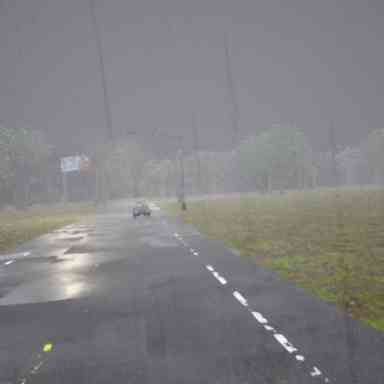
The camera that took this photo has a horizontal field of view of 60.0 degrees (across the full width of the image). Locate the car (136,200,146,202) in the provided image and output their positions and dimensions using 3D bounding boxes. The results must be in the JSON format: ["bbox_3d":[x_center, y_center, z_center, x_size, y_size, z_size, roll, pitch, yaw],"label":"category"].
[{"bbox_3d":[-7.458,1.999,48.653,2.097,1.767,4.553,-3,0,-9],"label":"car"}]

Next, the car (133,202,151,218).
[{"bbox_3d":[-5.531,2.128,36.571,1.895,1.301,4.718,-3,0,-9],"label":"car"}]
